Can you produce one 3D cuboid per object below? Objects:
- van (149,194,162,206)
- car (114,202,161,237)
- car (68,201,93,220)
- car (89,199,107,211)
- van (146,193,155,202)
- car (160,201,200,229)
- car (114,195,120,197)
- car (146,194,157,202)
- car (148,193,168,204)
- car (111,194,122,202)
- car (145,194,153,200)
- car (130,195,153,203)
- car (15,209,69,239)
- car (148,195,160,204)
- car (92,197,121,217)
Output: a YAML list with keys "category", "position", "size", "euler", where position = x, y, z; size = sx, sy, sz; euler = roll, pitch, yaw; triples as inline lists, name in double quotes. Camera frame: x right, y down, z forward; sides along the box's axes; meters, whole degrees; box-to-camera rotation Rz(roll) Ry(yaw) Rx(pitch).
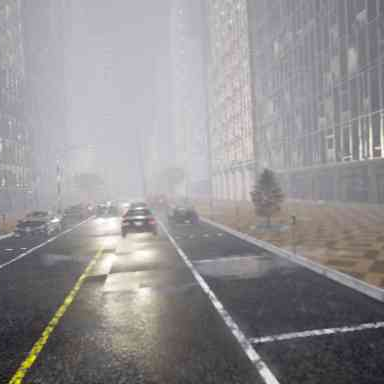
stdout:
- category: "van"
  position: [-6.006, 1.222, 54.435]
  size: [1.690, 1.788, 3.998]
  euler: [-3, 1, -9]
- category: "car"
  position: [-2.892, 1.550, 18.328]
  size: [2.033, 1.411, 5.357]
  euler: [-3, 0, -9]
- category: "car"
  position: [-10.679, 1.870, 30.668]
  size: [1.802, 1.307, 4.206]
  euler: [-3, 1, -9]
- category: "car"
  position: [-13.339, 1.817, 47.338]
  size: [1.752, 1.417, 4.829]
  euler: [-3, 1, -9]
- category: "van"
  position: [-9.585, 1.225, 76.885]
  size: [1.690, 1.788, 3.998]
  euler: [-3, 1, -9]
- category: "car"
  position: [-0.625, 1.424, 20.760]
  size: [2.008, 1.369, 4.403]
  euler: [-3, 1, -9]
- category: "car"
  position: [-16.944, 1.845, 69.957]
  size: [2.008, 1.369, 4.403]
  euler: [-3, 1, -9]
- category: "car"
  position: [-8.685, 1.323, 71.274]
  size: [1.967, 1.590, 4.097]
  euler: [-3, 1, -9]
- category: "car"
  position: [-4.218, 1.194, 43.209]
  size: [2.192, 1.841, 5.009]
  euler: [-3, 1, -9]
- category: "car"
  position: [-19.642, 1.611, 86.793]
  size: [2.192, 1.841, 5.009]
  euler: [-3, 1, -9]
- category: "car"
  position: [-12.257, 1.434, 93.726]
  size: [2.008, 1.369, 4.403]
  euler: [-3, 1, -9]
- category: "car"
  position: [-5.816, 1.497, 36.781]
  size: [2.128, 1.511, 4.902]
  euler: [-3, 0, -9]
- category: "car"
  position: [-8.891, 1.836, 19.442]
  size: [2.008, 1.369, 4.403]
  euler: [-3, 1, -9]
- category: "car"
  position: [-6.895, 1.322, 60.049]
  size: [1.967, 1.590, 4.097]
  euler: [-3, 1, -9]
- category: "car"
  position: [-8.384, 1.648, 33.360]
  size: [2.128, 1.511, 4.902]
  euler: [-3, 0, -9]
